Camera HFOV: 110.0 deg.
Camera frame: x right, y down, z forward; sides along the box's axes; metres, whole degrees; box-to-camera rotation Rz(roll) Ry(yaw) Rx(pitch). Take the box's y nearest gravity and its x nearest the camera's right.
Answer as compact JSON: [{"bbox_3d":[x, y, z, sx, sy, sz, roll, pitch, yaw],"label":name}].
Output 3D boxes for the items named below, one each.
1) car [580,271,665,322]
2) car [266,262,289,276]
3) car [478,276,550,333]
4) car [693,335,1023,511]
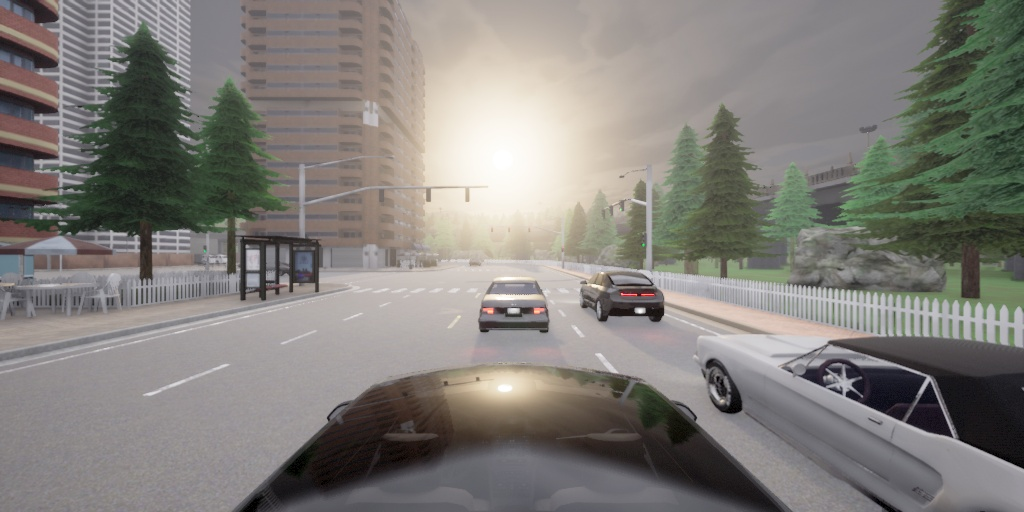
[{"bbox_3d":[3.571,1.264,12.334,1.837,1.490,4.892,0,0,1],"label":"car"},{"bbox_3d":[-25.122,1.361,37.740,4.674,1.442,1.812,0,0,0],"label":"car"},{"bbox_3d":[0.083,1.305,10.747,2.033,1.411,5.357,0,0,1],"label":"car"},{"bbox_3d":[3.514,1.352,3.071,1.895,1.301,4.718,0,0,1],"label":"car"}]
